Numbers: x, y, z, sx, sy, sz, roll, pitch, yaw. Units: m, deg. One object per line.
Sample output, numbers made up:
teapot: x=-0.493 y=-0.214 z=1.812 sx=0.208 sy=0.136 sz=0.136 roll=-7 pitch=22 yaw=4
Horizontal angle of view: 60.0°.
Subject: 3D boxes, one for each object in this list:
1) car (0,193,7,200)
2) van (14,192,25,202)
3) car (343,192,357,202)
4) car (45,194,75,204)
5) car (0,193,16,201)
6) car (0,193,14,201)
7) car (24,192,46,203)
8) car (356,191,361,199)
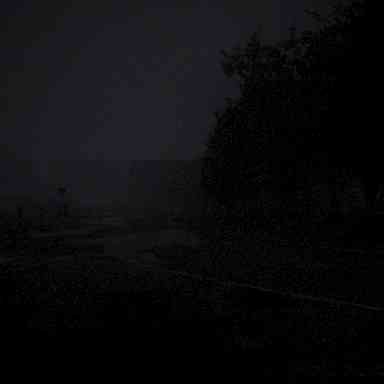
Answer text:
car: x=-40.990 y=0.880 z=68.398 sx=2.231 sy=1.521 sz=4.892 roll=2 pitch=0 yaw=25
van: x=-31.041 y=0.937 z=63.712 sx=1.878 sy=1.987 sz=4.442 roll=2 pitch=0 yaw=25
car: x=36.101 y=1.428 z=77.146 sx=1.946 sy=1.575 sz=5.366 roll=1 pitch=3 yaw=36
car: x=-23.427 y=1.372 z=60.318 sx=2.163 sy=1.488 sz=4.792 roll=1 pitch=0 yaw=25
car: x=-38.582 y=0.949 z=67.283 sx=2.097 sy=1.535 sz=5.008 roll=2 pitch=0 yaw=25
car: x=-35.924 y=0.901 z=66.108 sx=2.185 sy=1.767 sz=4.553 roll=2 pitch=0 yaw=25
car: x=-28.339 y=1.105 z=62.636 sx=2.185 sy=1.767 sz=4.553 roll=1 pitch=0 yaw=25
car: x=39.316 y=1.203 z=81.632 sx=1.946 sy=1.575 sz=5.366 roll=1 pitch=3 yaw=36
